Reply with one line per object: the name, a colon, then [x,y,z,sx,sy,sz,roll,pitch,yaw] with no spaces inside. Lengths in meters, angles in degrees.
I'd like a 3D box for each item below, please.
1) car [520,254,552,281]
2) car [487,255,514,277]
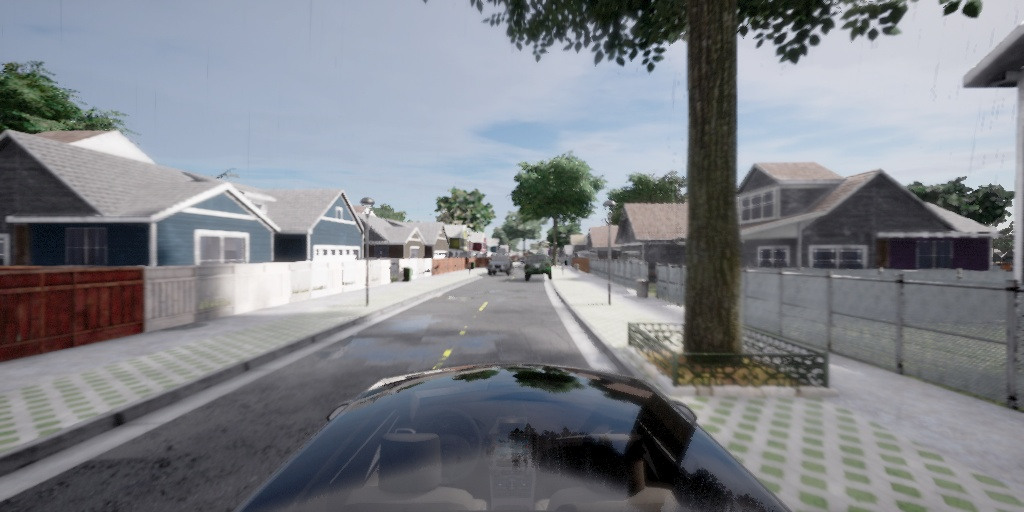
car: [2.152,0.871,29.811,2.150,2.045,5.566,-5,0,5]
car: [-1.046,0.932,35.837,2.150,2.045,5.566,0,0,5]
